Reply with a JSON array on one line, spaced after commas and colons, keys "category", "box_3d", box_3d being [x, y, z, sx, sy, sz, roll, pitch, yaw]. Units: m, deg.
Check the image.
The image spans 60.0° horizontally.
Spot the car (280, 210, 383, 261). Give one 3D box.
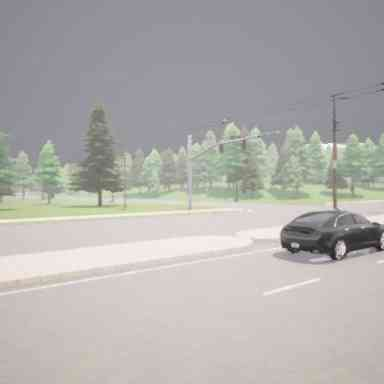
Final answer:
[{"category": "car", "box_3d": [5.208, 1.409, 11.877, 4.892, 1.490, 1.837, -1, 0, -36]}]
